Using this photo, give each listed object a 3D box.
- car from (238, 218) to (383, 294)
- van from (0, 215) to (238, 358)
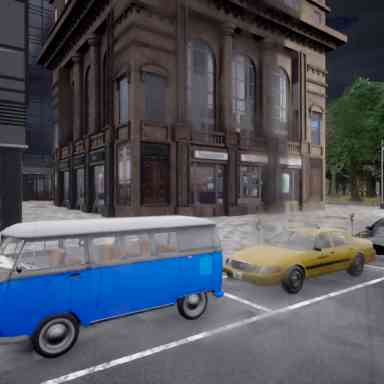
[{"bbox_3d":[2.975,1.526,8.765,4.829,1.417,1.752,0,0,-35],"label":"car"},{"bbox_3d":[-1.317,1.341,5.710,3.998,1.788,1.690,0,0,-35],"label":"van"}]
